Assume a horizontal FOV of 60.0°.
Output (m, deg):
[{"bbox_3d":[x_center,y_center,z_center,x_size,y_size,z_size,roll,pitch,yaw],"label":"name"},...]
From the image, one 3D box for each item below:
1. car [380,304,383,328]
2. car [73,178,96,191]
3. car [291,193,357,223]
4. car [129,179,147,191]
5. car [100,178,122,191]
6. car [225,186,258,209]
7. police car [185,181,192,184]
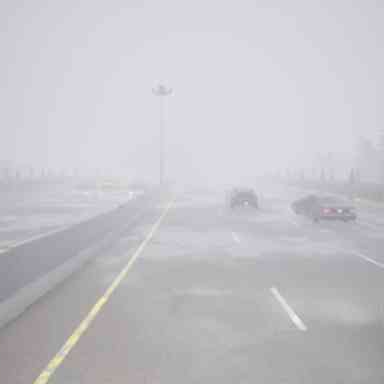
[{"bbox_3d":[3.597,1.489,2.803,1.812,1.442,4.674,0,1,0],"label":"car"},{"bbox_3d":[-14.071,-1.025,43.917,1.837,1.490,4.892,0,4,0],"label":"car"},{"bbox_3d":[7.105,0.789,18.452,2.033,1.411,5.357,0,4,0],"label":"car"},{"bbox_3d":[-7.072,-0.998,43.807,1.812,1.442,4.674,0,4,0],"label":"car"},{"bbox_3d":[-10.573,-1.034,43.642,1.882,1.535,5.008,0,4,0],"label":"car"},{"bbox_3d":[3.605,0.331,24.416,1.837,1.490,4.892,0,4,0],"label":"car"},{"bbox_3d":[-1.025,-2.232,92.091,1.930,1.638,5.238,0,-2,0],"label":"police car"}]
